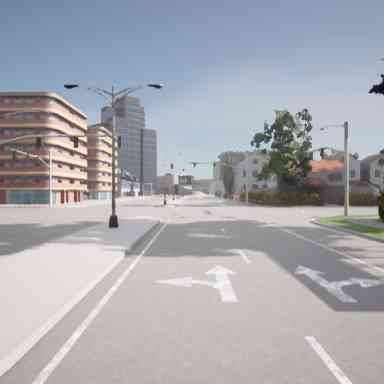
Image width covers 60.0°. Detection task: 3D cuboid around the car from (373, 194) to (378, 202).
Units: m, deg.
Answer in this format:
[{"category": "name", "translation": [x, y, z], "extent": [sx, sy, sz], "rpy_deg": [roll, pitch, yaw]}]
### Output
[{"category": "car", "translation": [29.924, 1.126, 55.931], "extent": [1.970, 1.475, 3.806], "rpy_deg": [0, 0, 0]}]
